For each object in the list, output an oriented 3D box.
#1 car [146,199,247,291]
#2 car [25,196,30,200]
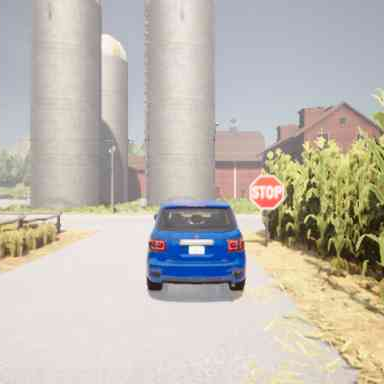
[{"bbox_3d":[0.082,1.205,9.095,2.150,2.045,5.566,0,0,0],"label":"car"},{"bbox_3d":[-37.058,1.111,78.236,3.866,1.878,1.905,0,0,0],"label":"car"}]
